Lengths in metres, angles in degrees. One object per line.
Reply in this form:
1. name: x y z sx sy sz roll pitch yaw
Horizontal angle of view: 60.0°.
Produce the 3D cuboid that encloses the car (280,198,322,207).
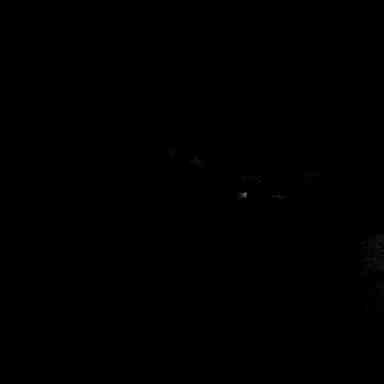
1. car: 10.400 1.567 30.604 2.150 2.045 5.566 3 -2 -35
